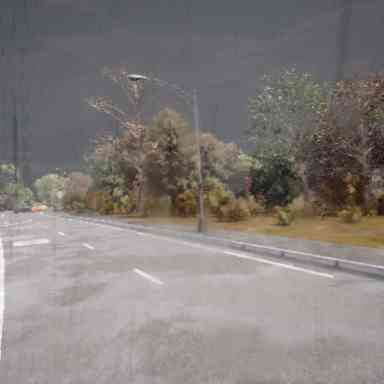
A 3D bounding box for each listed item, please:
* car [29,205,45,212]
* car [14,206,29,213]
[{"bbox_3d":[-38.966,4.048,83.141,2.097,1.767,4.553,-3,0,-18],"label":"car"},{"bbox_3d":[-42.066,4.226,81.421,2.097,1.767,4.553,-3,0,-18],"label":"car"}]
